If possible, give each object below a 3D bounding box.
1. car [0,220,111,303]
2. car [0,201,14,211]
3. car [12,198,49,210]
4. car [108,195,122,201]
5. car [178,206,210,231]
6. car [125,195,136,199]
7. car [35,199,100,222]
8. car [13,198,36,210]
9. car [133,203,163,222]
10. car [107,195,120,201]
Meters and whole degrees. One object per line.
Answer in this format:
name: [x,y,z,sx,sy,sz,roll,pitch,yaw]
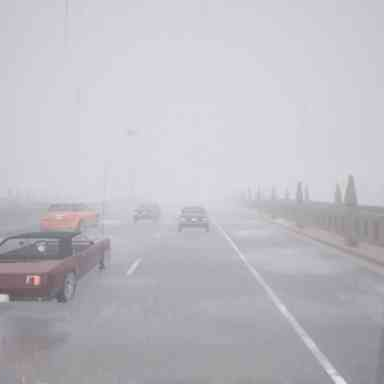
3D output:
car: [-3.399,1.601,8.155,1.895,1.301,4.718,0,0,0]
car: [-17.555,1.566,32.205,1.994,1.385,4.181,0,0,1]
car: [-20.892,1.551,43.288,2.033,1.411,5.357,0,0,2]
car: [-16.501,1.359,71.947,2.097,1.767,4.553,0,0,2]
car: [0.103,1.548,20.596,2.033,1.411,5.357,0,0,0]
car: [-13.027,1.504,70.982,1.837,1.490,4.892,0,0,2]
car: [-6.897,1.353,19.387,2.097,1.767,4.553,0,0,0]
car: [-14.064,1.566,30.487,1.994,1.385,4.181,0,0,0]
car: [-3.395,1.549,26.187,2.033,1.411,5.357,0,0,0]
car: [-19.672,1.504,83.304,1.837,1.490,4.892,0,0,2]
